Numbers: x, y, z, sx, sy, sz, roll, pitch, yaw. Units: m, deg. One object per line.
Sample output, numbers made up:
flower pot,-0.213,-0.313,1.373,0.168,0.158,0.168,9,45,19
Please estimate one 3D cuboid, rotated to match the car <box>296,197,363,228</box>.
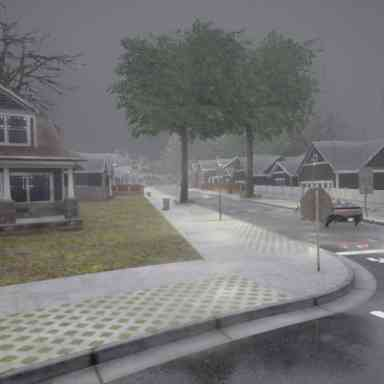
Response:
car,7.432,1.032,18.536,2.128,1.511,4.902,-1,2,-6
